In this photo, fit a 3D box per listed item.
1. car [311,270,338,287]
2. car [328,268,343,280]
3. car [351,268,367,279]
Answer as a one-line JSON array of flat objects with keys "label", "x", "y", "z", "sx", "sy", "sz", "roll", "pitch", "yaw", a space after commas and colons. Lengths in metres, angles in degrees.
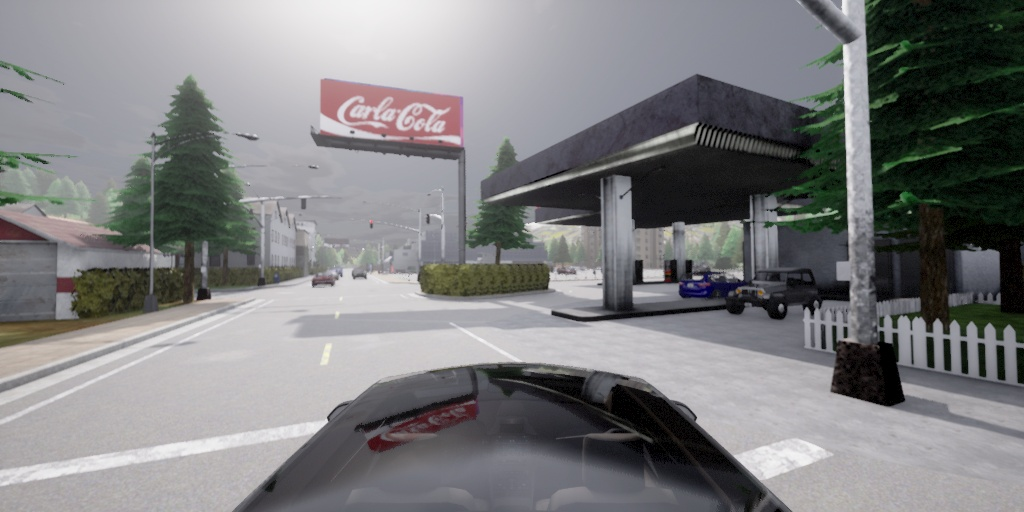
[{"label": "car", "x": -18.513, "y": 2.323, "z": 35.273, "sx": 1.895, "sy": 1.301, "sz": 4.718, "roll": 0, "pitch": -1, "yaw": -24}, {"label": "car", "x": -25.053, "y": 2.687, "z": 49.746, "sx": 2.033, "sy": 1.411, "sz": 5.357, "roll": 0, "pitch": -2, "yaw": -24}, {"label": "car", "x": -22.776, "y": 2.815, "z": 53.626, "sx": 1.895, "sy": 1.301, "sz": 4.718, "roll": 0, "pitch": -2, "yaw": -24}]
